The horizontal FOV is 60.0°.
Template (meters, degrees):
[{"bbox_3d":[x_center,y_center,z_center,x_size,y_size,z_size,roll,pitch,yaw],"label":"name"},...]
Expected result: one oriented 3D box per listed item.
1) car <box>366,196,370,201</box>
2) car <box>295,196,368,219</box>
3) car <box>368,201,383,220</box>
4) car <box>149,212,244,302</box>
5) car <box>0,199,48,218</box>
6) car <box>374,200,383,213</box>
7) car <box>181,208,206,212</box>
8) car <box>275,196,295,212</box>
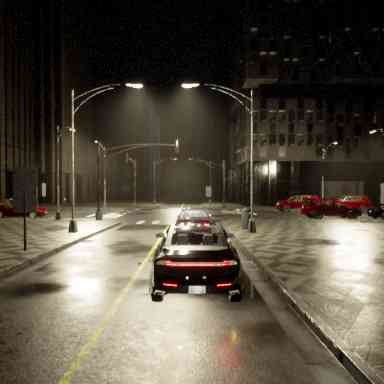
[{"bbox_3d":[17.692,1.349,37.692,5.009,1.841,2.192,0,1,0],"label":"car"},{"bbox_3d":[12.078,1.459,29.142,5.009,1.841,2.192,0,1,0],"label":"car"},{"bbox_3d":[17.720,1.738,29.171,4.313,1.339,1.947,0,1,0],"label":"car"},{"bbox_3d":[0.087,1.489,8.223,2.128,1.511,4.902,0,0,0],"label":"car"},{"bbox_3d":[-14.964,1.563,29.021,4.507,1.381,1.887,0,1,0],"label":"car"},{"bbox_3d":[23.334,1.629,37.720,4.313,1.339,1.947,0,1,0],"label":"car"},{"bbox_3d":[0.074,1.548,17.932,2.033,1.411,5.357,0,0,0],"label":"car"},{"bbox_3d":[12.049,1.320,37.666,5.009,1.841,2.192,0,1,0],"label":"car"}]
